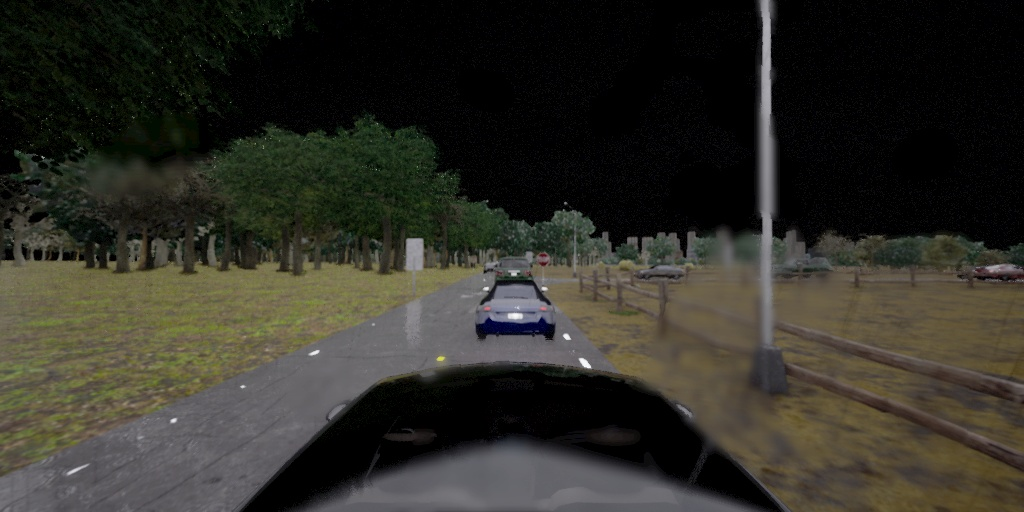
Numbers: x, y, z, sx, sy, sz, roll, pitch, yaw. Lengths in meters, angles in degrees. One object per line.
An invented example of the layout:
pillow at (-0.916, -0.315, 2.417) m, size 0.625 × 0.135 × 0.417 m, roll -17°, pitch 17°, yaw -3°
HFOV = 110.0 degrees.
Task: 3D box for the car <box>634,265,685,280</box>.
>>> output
car at (14.316, 1.569, 34.895) m, size 4.674 × 1.442 × 1.812 m, roll 0°, pitch -2°, yaw -1°

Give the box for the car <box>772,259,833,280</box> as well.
car at (27.967, 1.285, 34.953) m, size 5.566 × 2.045 × 2.150 m, roll 0°, pitch -2°, yaw 0°

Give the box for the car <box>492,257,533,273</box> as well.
car at (0.115, 1.106, 22.171) m, size 2.150 × 2.045 × 5.566 m, roll 0°, pitch 0°, yaw 0°

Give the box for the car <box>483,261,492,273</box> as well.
car at (-2.808, 1.624, 48.498) m, size 1.837 × 1.490 × 4.892 m, roll 0°, pitch -1°, yaw 0°

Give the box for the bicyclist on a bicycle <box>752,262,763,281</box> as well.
bicyclist on a bicycle at (19.930, 1.331, 28.948) m, size 0.582 × 1.620 × 1.656 m, roll 0°, pitch 0°, yaw 0°

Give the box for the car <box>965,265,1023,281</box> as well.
car at (44.253, 1.514, 32.075) m, size 4.674 × 1.442 × 1.812 m, roll 0°, pitch -2°, yaw 0°

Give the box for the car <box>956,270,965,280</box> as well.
car at (46.440, 1.603, 34.905) m, size 4.892 × 1.490 × 1.837 m, roll 1°, pitch -2°, yaw 0°

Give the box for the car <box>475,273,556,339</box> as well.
car at (0.098, 1.366, 10.264) m, size 1.994 × 1.385 × 4.181 m, roll 0°, pitch 0°, yaw 1°
